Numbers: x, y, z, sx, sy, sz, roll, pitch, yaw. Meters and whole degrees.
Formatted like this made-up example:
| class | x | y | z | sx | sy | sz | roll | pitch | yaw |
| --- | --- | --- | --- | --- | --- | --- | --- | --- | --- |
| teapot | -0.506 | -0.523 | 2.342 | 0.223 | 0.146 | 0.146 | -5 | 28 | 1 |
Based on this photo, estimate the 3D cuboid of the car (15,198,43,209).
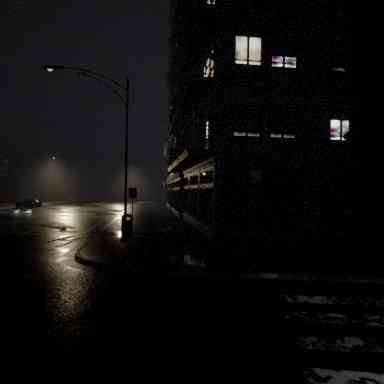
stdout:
| class | x | y | z | sx | sy | sz | roll | pitch | yaw |
| --- | --- | --- | --- | --- | --- | --- | --- | --- | --- |
| car | -20.785 | 1.492 | 42.438 | 1.895 | 1.301 | 4.718 | 1 | 0 | -6 |
